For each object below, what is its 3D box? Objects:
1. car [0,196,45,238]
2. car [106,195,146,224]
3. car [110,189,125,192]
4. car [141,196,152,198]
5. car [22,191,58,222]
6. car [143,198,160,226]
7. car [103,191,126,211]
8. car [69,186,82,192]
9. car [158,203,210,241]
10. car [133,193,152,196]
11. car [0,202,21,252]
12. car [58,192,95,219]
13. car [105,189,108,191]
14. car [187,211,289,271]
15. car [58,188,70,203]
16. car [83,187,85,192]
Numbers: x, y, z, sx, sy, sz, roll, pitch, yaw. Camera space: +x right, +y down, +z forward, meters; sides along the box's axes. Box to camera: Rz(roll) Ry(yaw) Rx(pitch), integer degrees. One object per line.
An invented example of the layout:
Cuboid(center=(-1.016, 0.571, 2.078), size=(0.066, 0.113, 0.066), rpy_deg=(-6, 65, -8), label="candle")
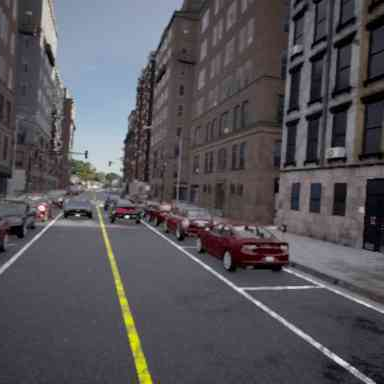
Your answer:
Cuboid(center=(-7.819, 1.059, 14.317), size=(1.947, 1.339, 4.313), rpy_deg=(4, 0, -17), label="car")
Cuboid(center=(-4.564, 1.212, 22.391), size=(1.837, 1.490, 4.892), rpy_deg=(4, 0, -16), label="car")
Cuboid(center=(-12.792, 0.493, 58.876), size=(2.192, 1.841, 5.009), rpy_deg=(4, 0, -17), label="car")
Cuboid(center=(-3.428, 1.334, 27.516), size=(2.008, 1.369, 4.403), rpy_deg=(4, 0, -17), label="car")
Cuboid(center=(-9.449, 0.828, 19.757), size=(1.967, 1.590, 4.097), rpy_deg=(4, 0, -17), label="car")
Cuboid(center=(-1.790, 1.433, 22.076), size=(1.887, 1.381, 4.507), rpy_deg=(4, 0, -17), label="car")
Cuboid(center=(-7.494, 1.023, 32.107), size=(1.837, 1.490, 4.892), rpy_deg=(4, 0, -16), label="car")
Cuboid(center=(-22.135, -0.117, 61.799), size=(2.192, 1.841, 5.009), rpy_deg=(4, 0, -17), label="car")
Cuboid(center=(-0.145, 1.434, 16.636), size=(1.967, 1.590, 4.097), rpy_deg=(4, 0, -17), label="car")
Cuboid(center=(-5.052, 0.993, 32.956), size=(2.192, 1.841, 5.009), rpy_deg=(4, 0, -17), label="car")
Cuboid(center=(-6.179, 1.143, 8.877), size=(1.887, 1.381, 4.507), rpy_deg=(4, 0, -17), label="car")
Cuboid(center=(-7.924, 1.036, 23.501), size=(2.033, 1.411, 5.357), rpy_deg=(4, 0, -17), label="car")
Cuboid(center=(-17.565, 0.184, 74.680), size=(2.192, 1.841, 5.009), rpy_deg=(4, 0, -17), label="car")
Cuboid(center=(1.487, 1.644, 11.196), size=(1.887, 1.381, 4.507), rpy_deg=(4, 0, -17), label="car")
Cuboid(center=(-12.726, 0.617, 30.637), size=(1.967, 1.590, 4.097), rpy_deg=(4, 0, -17), label="car")
Cuboid(center=(-30.073, -0.401, 88.147), size=(1.887, 1.381, 4.507), rpy_deg=(4, 0, -17), label="car")
